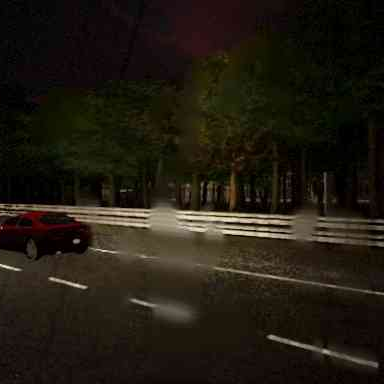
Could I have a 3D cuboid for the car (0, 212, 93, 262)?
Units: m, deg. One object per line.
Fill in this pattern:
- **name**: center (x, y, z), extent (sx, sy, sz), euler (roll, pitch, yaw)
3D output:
- **car**: center (-5.786, 1.483, 12.303), extent (5.008, 1.535, 1.882), euler (-1, 0, 36)
